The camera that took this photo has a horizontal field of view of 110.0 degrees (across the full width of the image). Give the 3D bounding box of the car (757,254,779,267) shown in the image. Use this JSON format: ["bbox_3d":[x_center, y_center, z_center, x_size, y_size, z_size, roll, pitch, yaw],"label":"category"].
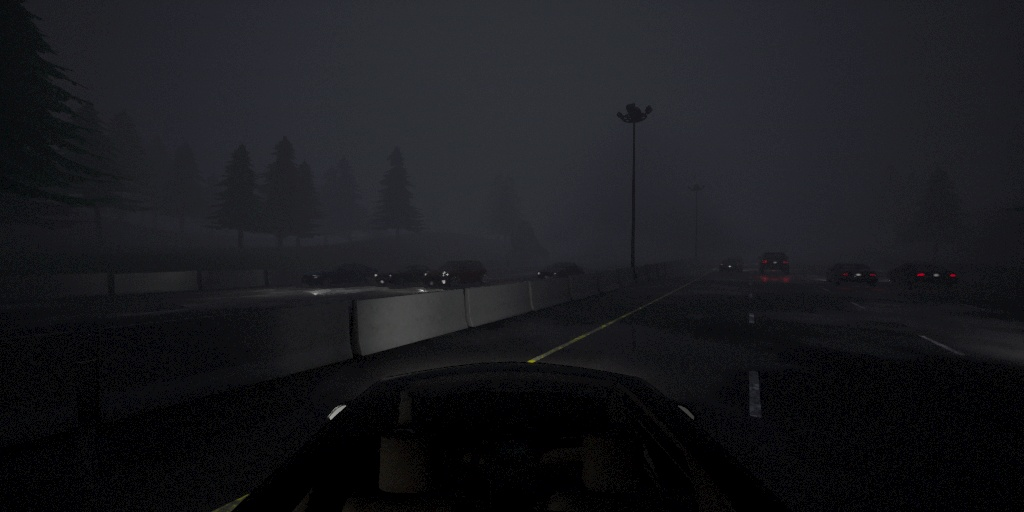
[{"bbox_3d":[33.241,0.584,46.737,2.128,1.511,4.902,0,1,33],"label":"car"}]

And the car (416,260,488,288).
[{"bbox_3d":[-3.555,1.048,23.219,2.097,1.767,4.553,0,0,34],"label":"car"}]

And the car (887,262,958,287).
[{"bbox_3d":[25.621,1.107,22.555,2.033,1.411,5.357,0,1,34],"label":"car"}]

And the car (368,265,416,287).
[{"bbox_3d":[-6.962,1.300,24.418,1.895,1.301,4.718,0,0,34],"label":"car"}]

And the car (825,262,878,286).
[{"bbox_3d":[21.882,1.123,23.248,2.033,1.411,5.357,0,1,34],"label":"car"}]

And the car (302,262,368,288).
[{"bbox_3d":[-11.359,1.189,24.116,1.882,1.535,5.008,0,0,34],"label":"car"}]

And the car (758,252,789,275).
[{"bbox_3d":[25.000,0.628,34.298,2.150,2.045,5.566,0,1,33],"label":"car"}]

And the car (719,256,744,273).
[{"bbox_3d":[22.463,0.956,36.809,1.994,1.385,4.181,0,1,34],"label":"car"}]

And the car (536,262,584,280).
[{"bbox_3d":[3.950,1.178,28.194,2.033,1.411,5.357,0,1,34],"label":"car"}]
